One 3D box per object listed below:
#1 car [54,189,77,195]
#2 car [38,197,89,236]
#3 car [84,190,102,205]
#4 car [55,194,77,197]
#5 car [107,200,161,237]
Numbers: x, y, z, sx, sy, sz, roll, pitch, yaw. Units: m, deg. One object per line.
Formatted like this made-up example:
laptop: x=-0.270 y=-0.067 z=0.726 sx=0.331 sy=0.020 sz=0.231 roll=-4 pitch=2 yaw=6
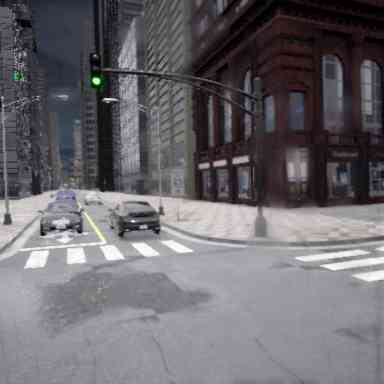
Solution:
car: x=-14.321 y=0.679 z=37.707 sx=2.150 sy=2.045 sz=5.566 roll=-2 pitch=2 yaw=-19
car: x=-6.600 y=1.239 z=16.947 sx=2.128 sy=1.511 sz=4.902 roll=-2 pitch=1 yaw=-20
car: x=-12.493 y=0.843 z=41.833 sx=1.812 sy=1.442 sz=4.674 roll=-2 pitch=1 yaw=-20
car: x=-10.037 y=1.179 z=26.246 sx=1.994 sy=1.385 sz=4.181 roll=-2 pitch=1 yaw=-18
car: x=-2.882 y=1.176 z=16.129 sx=1.837 sy=1.490 sz=4.892 roll=-2 pitch=1 yaw=-20
